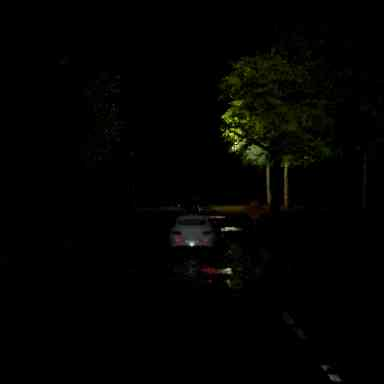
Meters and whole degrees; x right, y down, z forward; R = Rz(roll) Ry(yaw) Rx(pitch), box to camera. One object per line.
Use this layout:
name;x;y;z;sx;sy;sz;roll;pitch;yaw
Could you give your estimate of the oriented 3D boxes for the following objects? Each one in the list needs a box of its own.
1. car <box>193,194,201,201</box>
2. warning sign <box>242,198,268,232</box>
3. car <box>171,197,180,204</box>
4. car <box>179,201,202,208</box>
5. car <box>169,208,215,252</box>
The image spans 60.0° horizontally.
car;1.244;1.523;88.992;2.150;2.045;5.566;0;0;0
warning sign;3.565;1.292;18.948;1.300;1.860;1.060;1;0;0
car;-3.485;1.833;71.739;1.895;1.301;4.718;0;0;0
car;0.010;1.807;29.326;1.994;1.385;4.181;0;0;0
car;0.009;1.662;14.378;1.812;1.442;4.674;0;0;0
